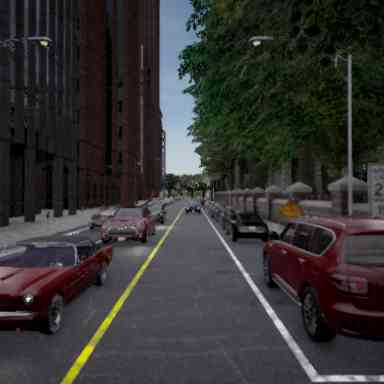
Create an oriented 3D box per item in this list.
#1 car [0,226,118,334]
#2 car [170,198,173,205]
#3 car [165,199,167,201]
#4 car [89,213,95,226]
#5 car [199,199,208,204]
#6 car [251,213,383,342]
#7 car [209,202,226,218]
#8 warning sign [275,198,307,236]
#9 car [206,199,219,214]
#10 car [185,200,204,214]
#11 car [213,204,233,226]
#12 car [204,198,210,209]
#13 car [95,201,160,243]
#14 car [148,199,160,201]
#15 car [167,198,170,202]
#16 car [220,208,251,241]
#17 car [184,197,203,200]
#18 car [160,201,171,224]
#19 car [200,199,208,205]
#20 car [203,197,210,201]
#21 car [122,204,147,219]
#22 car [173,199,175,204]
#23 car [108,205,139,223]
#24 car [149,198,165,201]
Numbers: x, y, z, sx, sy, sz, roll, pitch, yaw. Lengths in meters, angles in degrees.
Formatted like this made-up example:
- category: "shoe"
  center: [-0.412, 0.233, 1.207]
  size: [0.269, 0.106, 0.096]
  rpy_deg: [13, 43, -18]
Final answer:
- category: "car"
  center: [-3.091, 1.656, 6.954]
  size: [1.895, 1.301, 4.718]
  rpy_deg: [0, -1, 0]
- category: "car"
  center: [-5.675, 2.131, 71.993]
  size: [1.967, 1.590, 4.097]
  rpy_deg: [0, -1, 0]
- category: "car"
  center: [-5.695, 2.069, 55.621]
  size: [1.887, 1.381, 4.507]
  rpy_deg: [0, -1, 0]
- category: "car"
  center: [-5.735, 1.758, 22.881]
  size: [2.008, 1.369, 4.403]
  rpy_deg: [0, -1, 0]
- category: "car"
  center: [2.863, 2.370, 82.897]
  size: [1.947, 1.339, 4.313]
  rpy_deg: [0, -1, 0]
- category: "car"
  center: [2.771, 1.367, 6.512]
  size: [2.192, 1.841, 5.009]
  rpy_deg: [0, -1, 0]
- category: "car"
  center: [2.797, 1.813, 28.334]
  size: [2.008, 1.369, 4.403]
  rpy_deg: [0, -1, 0]
- category: "warning sign"
  center: [5.088, 1.270, 17.166]
  size: [1.300, 1.860, 1.060]
  rpy_deg: [0, -1, 0]
- category: "car"
  center: [2.804, 1.755, 33.792]
  size: [1.967, 1.590, 4.097]
  rpy_deg: [0, -1, 0]
- category: "car"
  center: [0.153, 1.985, 41.110]
  size: [1.895, 1.301, 4.718]
  rpy_deg: [0, -1, 0]
- category: "car"
  center: [2.790, 1.760, 22.878]
  size: [2.008, 1.369, 4.403]
  rpy_deg: [0, -1, 0]
- category: "car"
  center: [2.810, 1.807, 39.248]
  size: [1.967, 1.590, 4.097]
  rpy_deg: [0, -1, 0]
- category: "car"
  center: [-3.078, 1.503, 16.948]
  size: [2.097, 1.767, 4.553]
  rpy_deg: [0, -1, 1]
- category: "car"
  center: [-5.708, 2.000, 44.708]
  size: [1.802, 1.307, 4.206]
  rpy_deg: [0, -1, 0]
- category: "car"
  center: [-5.689, 2.124, 61.078]
  size: [1.887, 1.381, 4.507]
  rpy_deg: [0, -1, 0]
- category: "car"
  center: [2.784, 1.723, 17.421]
  size: [1.947, 1.339, 4.313]
  rpy_deg: [0, -1, 0]
- category: "car"
  center: [0.163, 1.974, 51.212]
  size: [2.128, 1.511, 4.902]
  rpy_deg: [0, -1, 0]
- category: "car"
  center: [-3.057, 1.754, 27.180]
  size: [1.837, 1.490, 4.892]
  rpy_deg: [0, -1, 0]
- category: "car"
  center: [2.857, 2.276, 77.611]
  size: [1.752, 1.417, 4.829]
  rpy_deg: [0, -1, 0]
- category: "car"
  center: [2.830, 2.054, 55.786]
  size: [1.752, 1.417, 4.829]
  rpy_deg: [0, -1, 0]
- category: "car"
  center: [-5.722, 1.894, 33.794]
  size: [1.802, 1.307, 4.206]
  rpy_deg: [0, -1, 0]
- category: "car"
  center: [-5.669, 2.297, 77.449]
  size: [2.008, 1.369, 4.403]
  rpy_deg: [0, -1, 0]
- category: "car"
  center: [-5.728, 1.842, 28.337]
  size: [1.802, 1.307, 4.206]
  rpy_deg: [0, -1, 0]
- category: "car"
  center: [-5.701, 1.786, 50.167]
  size: [2.192, 1.841, 5.009]
  rpy_deg: [0, -1, 0]
